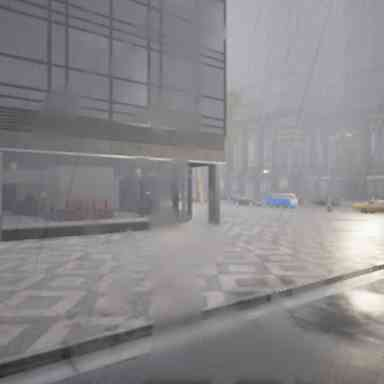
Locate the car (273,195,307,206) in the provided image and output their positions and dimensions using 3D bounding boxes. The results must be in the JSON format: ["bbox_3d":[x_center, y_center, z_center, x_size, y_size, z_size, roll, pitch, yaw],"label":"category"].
[{"bbox_3d":[14.387,1.190,49.022,1.887,1.381,4.507,1,0,-35],"label":"car"}]

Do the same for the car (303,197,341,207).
[{"bbox_3d":[17.619,1.281,44.429,1.947,1.339,4.313,1,0,-35],"label":"car"}]

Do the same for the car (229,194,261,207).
[{"bbox_3d":[7.419,1.204,44.107,2.008,1.369,4.403,1,0,-35],"label":"car"}]

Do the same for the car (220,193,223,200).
[{"bbox_3d":[4.686,0.847,62.804,1.967,1.590,4.097,1,0,-35],"label":"car"}]

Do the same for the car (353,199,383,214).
[{"bbox_3d":[17.220,1.371,30.183,1.752,1.417,4.829,1,0,-35],"label":"car"}]

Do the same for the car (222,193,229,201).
[{"bbox_3d":[7.918,1.040,58.211,2.008,1.369,4.403,1,0,-35],"label":"car"}]

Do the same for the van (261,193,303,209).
[{"bbox_3d":[10.655,1.064,39.513,1.690,1.788,3.998,1,0,-35],"label":"van"}]

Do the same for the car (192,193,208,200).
[{"bbox_3d":[1.049,1.025,53.159,1.752,1.417,4.829,1,0,-35],"label":"car"}]

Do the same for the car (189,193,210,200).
[{"bbox_3d":[1.451,0.877,67.396,2.008,1.369,4.403,1,0,-35],"label":"car"}]
